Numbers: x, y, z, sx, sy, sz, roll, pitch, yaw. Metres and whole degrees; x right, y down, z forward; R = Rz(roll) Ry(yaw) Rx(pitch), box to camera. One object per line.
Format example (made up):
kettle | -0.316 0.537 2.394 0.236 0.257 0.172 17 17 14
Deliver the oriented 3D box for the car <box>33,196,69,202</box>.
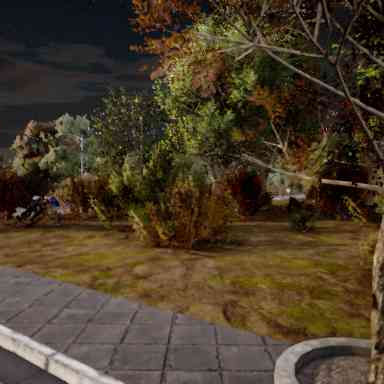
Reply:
car | -17.572 1.242 41.306 1.882 1.535 5.008 0 0 32

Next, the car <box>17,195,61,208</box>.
car | -20.087 1.217 43.881 1.882 1.535 5.008 0 0 32
